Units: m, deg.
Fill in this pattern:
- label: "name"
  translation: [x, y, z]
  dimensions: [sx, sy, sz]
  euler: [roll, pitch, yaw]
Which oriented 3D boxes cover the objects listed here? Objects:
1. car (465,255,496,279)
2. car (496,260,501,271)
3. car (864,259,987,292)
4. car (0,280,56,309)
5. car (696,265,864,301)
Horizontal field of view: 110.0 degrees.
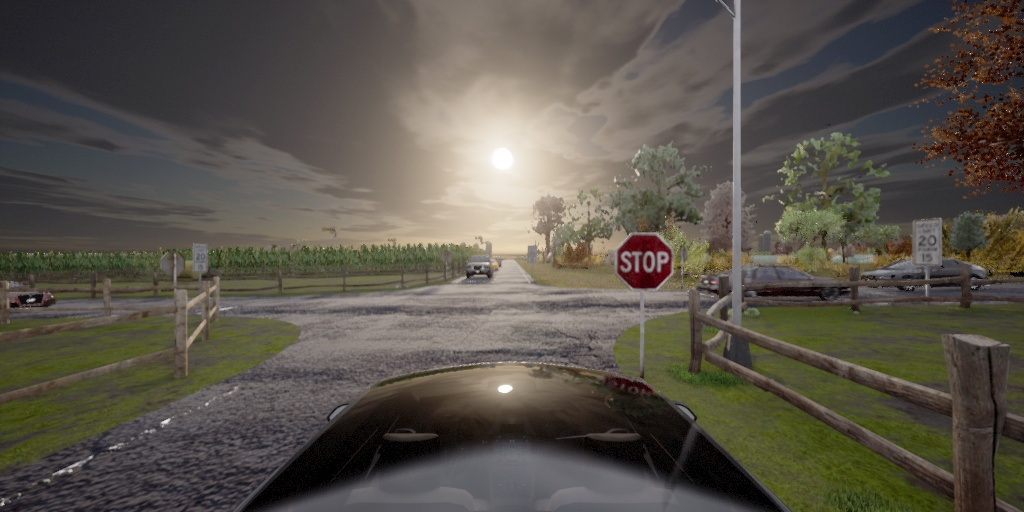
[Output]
- label: "car"
  translation: [-2.921, 0.971, 32.990]
  dimensions: [2.150, 2.045, 5.566]
  euler: [0, 0, 0]
- label: "car"
  translation: [-2.946, 1.237, 49.835]
  dimensions: [1.882, 1.535, 5.008]
  euler: [0, 0, 0]
- label: "car"
  translation: [19.502, 0.875, 17.172]
  dimensions: [4.892, 1.490, 1.837]
  euler: [-1, 0, 1]
- label: "car"
  translation: [-21.959, 1.692, 14.916]
  dimensions: [4.181, 1.385, 1.994]
  euler: [-1, 0, 1]
- label: "car"
  translation: [10.641, 1.080, 14.807]
  dimensions: [5.357, 1.411, 2.033]
  euler: [-1, 0, 5]
